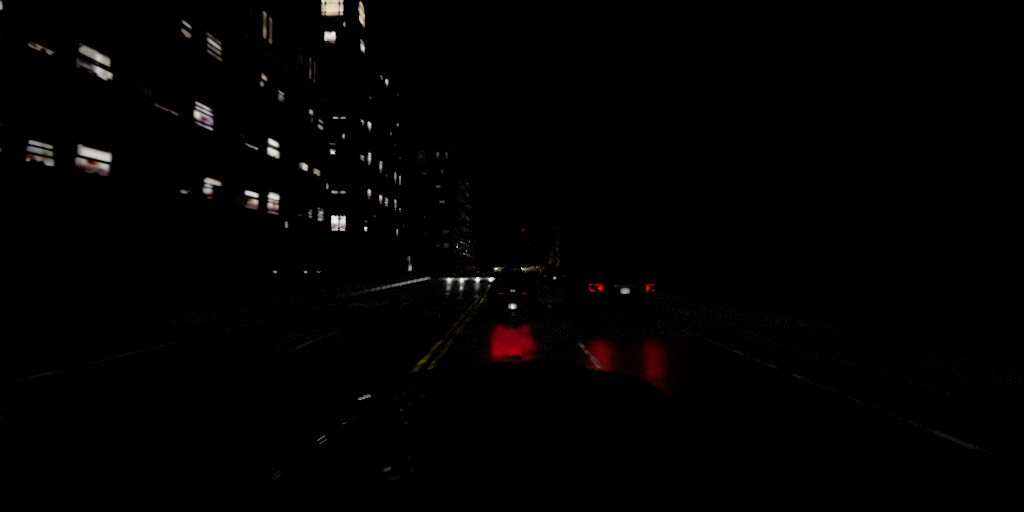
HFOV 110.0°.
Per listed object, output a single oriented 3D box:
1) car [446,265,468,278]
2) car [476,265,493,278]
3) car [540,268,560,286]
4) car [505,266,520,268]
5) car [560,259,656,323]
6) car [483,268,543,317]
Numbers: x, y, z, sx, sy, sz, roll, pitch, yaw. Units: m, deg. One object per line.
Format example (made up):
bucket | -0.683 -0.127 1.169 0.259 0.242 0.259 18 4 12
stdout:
car | -6.549 1.844 43.305 1.812 1.442 4.674 0 -1 1
car | -3.295 1.834 43.931 1.837 1.490 4.892 0 -1 1
car | 3.297 1.691 29.432 1.994 1.385 4.181 0 -1 1
car | 0.055 1.616 30.323 1.882 1.535 5.008 0 0 1
car | 3.280 1.124 12.991 2.150 2.045 5.566 0 0 0
car | 0.044 1.423 14.164 1.837 1.490 4.892 0 0 1
